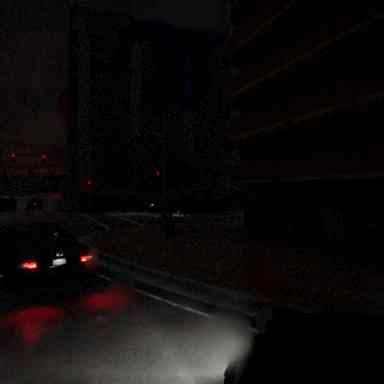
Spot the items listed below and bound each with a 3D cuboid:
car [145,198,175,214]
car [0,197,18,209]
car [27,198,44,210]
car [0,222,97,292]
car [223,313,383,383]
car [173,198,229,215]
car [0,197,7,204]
[{"bbox_3d":[-2.778,1.408,36.449,4.553,1.767,2.097,0,0,-22],"label":"car"},{"bbox_3d":[-25.027,1.491,45.296,2.128,1.511,4.902,0,0,-23],"label":"car"},{"bbox_3d":[-20.577,1.547,43.751,2.033,1.411,5.357,0,0,-23],"label":"car"},{"bbox_3d":[-4.408,1.547,9.102,2.033,1.411,5.357,0,0,-38],"label":"car"},{"bbox_3d":[2.809,1.547,2.064,5.357,1.411,2.033,0,0,35],"label":"car"},{"bbox_3d":[1.133,1.603,34.278,5.357,1.411,2.033,0,0,-22],"label":"car"},{"bbox_3d":[-36.562,1.595,63.402,1.895,1.301,4.718,0,0,-23],"label":"car"}]
